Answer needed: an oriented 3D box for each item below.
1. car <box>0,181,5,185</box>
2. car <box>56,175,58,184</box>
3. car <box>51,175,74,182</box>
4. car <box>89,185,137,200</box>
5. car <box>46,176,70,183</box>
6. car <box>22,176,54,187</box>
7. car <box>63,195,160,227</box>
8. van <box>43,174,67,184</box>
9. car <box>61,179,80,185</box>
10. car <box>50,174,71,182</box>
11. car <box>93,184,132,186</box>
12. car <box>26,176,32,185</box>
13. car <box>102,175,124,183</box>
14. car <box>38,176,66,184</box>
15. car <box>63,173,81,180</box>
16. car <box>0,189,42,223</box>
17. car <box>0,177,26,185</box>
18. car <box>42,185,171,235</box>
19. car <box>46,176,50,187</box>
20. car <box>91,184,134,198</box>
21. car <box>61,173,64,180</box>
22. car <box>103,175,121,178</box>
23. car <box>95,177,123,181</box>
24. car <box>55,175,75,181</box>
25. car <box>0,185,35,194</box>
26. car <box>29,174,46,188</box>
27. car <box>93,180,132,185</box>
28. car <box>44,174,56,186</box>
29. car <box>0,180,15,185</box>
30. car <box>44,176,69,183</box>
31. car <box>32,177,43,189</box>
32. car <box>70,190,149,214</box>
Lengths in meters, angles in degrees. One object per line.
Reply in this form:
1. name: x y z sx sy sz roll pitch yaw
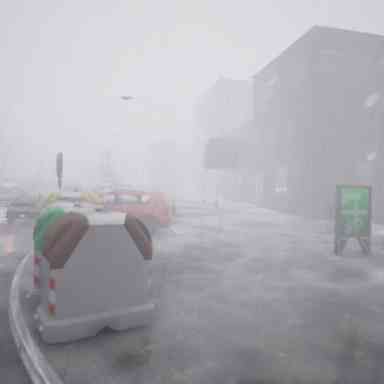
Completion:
1. car: -19.591 0.033 29.072 4.892 1.521 2.231 1 3 -13
2. car: -26.740 -1.800 58.900 4.792 1.488 2.163 1 3 -13
3. car: -33.372 -3.527 85.986 5.366 1.575 1.946 1 3 -13
4. car: -8.488 0.046 35.803 4.792 1.488 2.163 1 3 -14
5. car: -31.242 -3.012 77.894 4.892 1.521 2.231 1 3 -13
6. car: -26.030 -1.784 56.196 4.553 1.767 2.185 1 3 -13
7. car: -4.445 1.050 18.780 5.008 1.535 2.097 1 3 -13
8. van: -29.831 -2.898 72.483 4.442 1.987 1.878 1 3 -13
9. car: -14.057 -0.340 39.285 2.128 1.511 4.902 1 3 -13
10. car: -31.860 -3.307 80.604 4.553 1.767 2.185 1 3 -13
11. car: -7.176 0.365 30.213 4.892 1.521 2.231 1 3 -13
12. car: -22.174 -0.763 39.787 4.553 1.767 2.185 1 3 -13
13. car: -21.233 -3.564 89.169 5.566 2.045 2.435 1 3 -13
14. car: -29.270 -2.498 69.636 5.008 1.535 2.097 1 3 -14
15. car: -23.723 -2.423 66.424 2.150 2.045 5.566 1 3 -13
16. car: -9.311 0.884 19.504 2.128 1.511 4.902 1 3 -14
17. car: -20.845 -0.557 34.491 5.566 2.045 2.435 1 3 -13
18. car: -3.786 0.929 15.900 5.566 2.045 2.435 1 2 -13
19. car: -24.798 -1.292 50.766 4.792 1.488 2.163 1 3 -13
20. car: -9.201 -0.122 38.649 4.674 1.452 2.002 1 3 -13
21. car: -28.681 -2.462 67.029 4.553 1.767 2.185 1 3 -13
22. car: -11.206 -0.946 47.198 5.566 2.045 2.435 1 3 -14
23. car: -10.615 -0.652 44.460 4.553 1.767 2.185 1 3 -13
24. car: -33.868 -3.661 88.736 4.792 1.488 2.163 1 3 -13
25. car: -14.276 0.429 26.441 1.994 1.385 4.181 1 3 -13
26. car: -24.147 -1.278 48.045 4.553 1.767 2.185 1 3 -14
27. car: -7.799 0.069 32.942 4.553 1.767 2.185 1 3 -14
28. car: -25.435 -1.742 53.462 5.566 2.045 2.435 1 3 -13
29. car: -20.226 -0.137 31.786 5.008 1.535 2.097 1 3 -13
30. car: -30.605 -2.843 75.179 4.892 1.521 2.231 1 3 -13
31. car: -23.443 -0.953 45.353 4.792 1.488 2.163 1 3 -13
32. car: -5.969 0.721 24.340 5.366 1.575 1.946 1 3 -14
